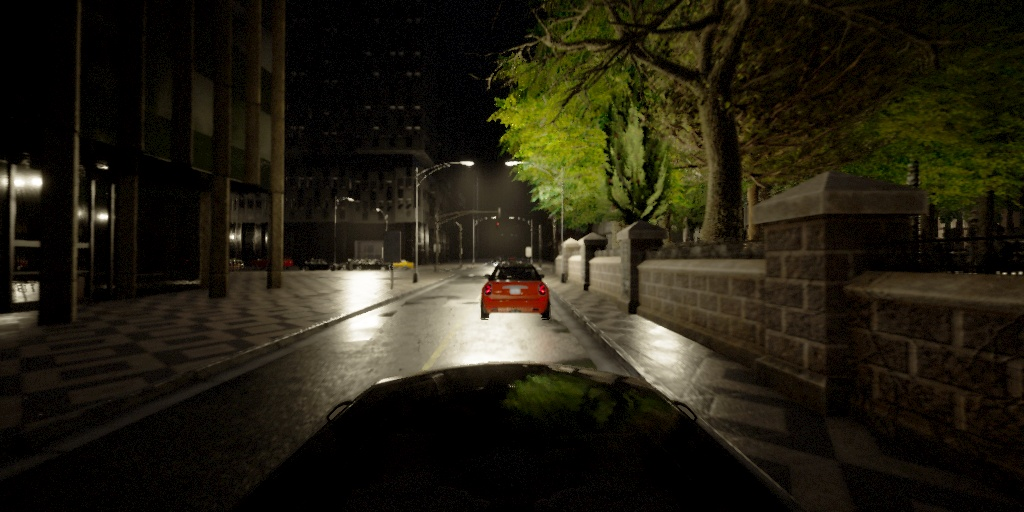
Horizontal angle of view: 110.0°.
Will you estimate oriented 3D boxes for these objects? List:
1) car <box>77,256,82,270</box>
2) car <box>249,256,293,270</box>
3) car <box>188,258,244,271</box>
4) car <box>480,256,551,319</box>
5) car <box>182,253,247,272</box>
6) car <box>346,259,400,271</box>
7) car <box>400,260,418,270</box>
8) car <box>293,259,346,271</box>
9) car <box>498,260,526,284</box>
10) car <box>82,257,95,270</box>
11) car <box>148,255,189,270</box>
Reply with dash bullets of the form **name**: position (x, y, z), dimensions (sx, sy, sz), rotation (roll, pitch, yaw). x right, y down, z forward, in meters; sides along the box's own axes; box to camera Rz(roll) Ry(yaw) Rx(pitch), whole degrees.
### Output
- **car**: position (-49.767, 0.724, 40.895), dimensions (4.181, 1.385, 1.994), rotation (0, -1, 0)
- **car**: position (-31.132, 0.882, 46.538), dimensions (5.009, 1.841, 2.192), rotation (0, 0, 0)
- **car**: position (-31.173, 1.034, 38.014), dimensions (4.207, 1.307, 1.802), rotation (0, 0, 0)
- **car**: position (0.099, 1.021, 12.459), dimensions (2.097, 1.767, 4.553), rotation (0, 0, 0)
- **car**: position (-33.701, 0.713, 40.714), dimensions (5.566, 2.045, 2.150), rotation (0, -1, 0)
- **car**: position (-14.634, 0.981, 37.920), dimensions (4.403, 1.370, 2.007), rotation (0, 0, 0)
- **car**: position (-14.765, 1.071, 46.446), dimensions (4.829, 1.417, 1.751), rotation (0, 0, 0)
- **car**: position (-20.147, 1.003, 37.952), dimensions (4.313, 1.339, 1.948), rotation (0, 0, 0)
- **car**: position (0.074, 1.079, 25.871), dimensions (1.837, 1.490, 4.892), rotation (0, 0, 2)
- **car**: position (-42.199, 0.908, 38.076), dimensions (4.097, 1.591, 1.967), rotation (0, 0, 0)
- **car**: position (-36.686, 0.775, 38.045), dimensions (5.009, 1.841, 2.192), rotation (0, 0, 0)
